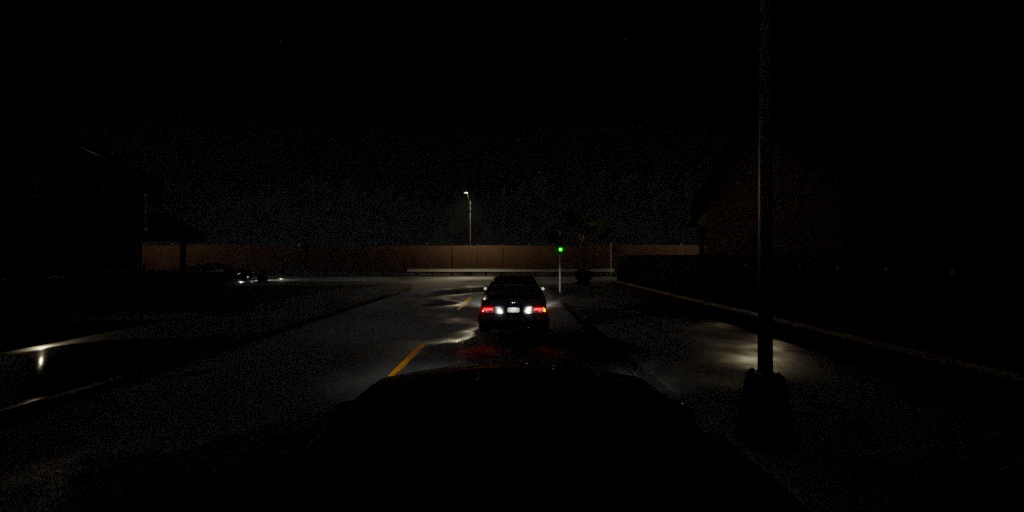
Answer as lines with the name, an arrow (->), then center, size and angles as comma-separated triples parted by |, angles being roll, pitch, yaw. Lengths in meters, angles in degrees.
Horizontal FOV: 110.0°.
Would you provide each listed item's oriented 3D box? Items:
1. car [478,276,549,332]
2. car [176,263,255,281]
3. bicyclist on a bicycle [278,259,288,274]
car -> 0.058, 1.297, 10.819 | 2.033, 1.411, 5.357 | 0, 0, 1
car -> -24.077, 1.297, 29.073 | 5.357, 1.411, 2.033 | 0, 0, 0
bicyclist on a bicycle -> -23.968, 1.098, 37.470 | 0.582, 1.620, 1.656 | 0, 0, 0
